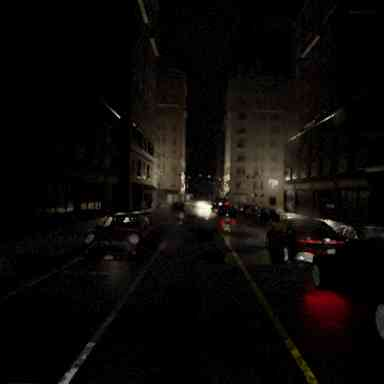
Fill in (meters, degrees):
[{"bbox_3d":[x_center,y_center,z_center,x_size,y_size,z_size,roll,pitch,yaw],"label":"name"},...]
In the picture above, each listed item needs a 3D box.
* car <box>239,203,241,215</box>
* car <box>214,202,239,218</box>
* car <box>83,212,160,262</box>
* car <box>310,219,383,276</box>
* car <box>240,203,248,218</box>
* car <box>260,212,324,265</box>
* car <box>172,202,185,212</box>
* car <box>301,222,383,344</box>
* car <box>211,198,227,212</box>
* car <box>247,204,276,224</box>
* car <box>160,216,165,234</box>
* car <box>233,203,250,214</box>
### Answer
[{"bbox_3d":[6.599,2.139,39.984,1.947,1.339,4.313,1,-1,1],"label":"car"},{"bbox_3d":[3.689,2.071,36.266,1.895,1.301,4.718,1,-1,2],"label":"car"},{"bbox_3d":[-2.510,1.517,12.239,1.967,1.590,4.097,1,-1,1],"label":"car"},{"bbox_3d":[6.023,1.819,12.062,2.008,1.369,4.403,1,-1,1],"label":"car"},{"bbox_3d":[6.487,2.041,34.570,1.752,1.417,4.829,1,-1,1],"label":"car"},{"bbox_3d":[4.072,1.735,12.573,1.837,1.490,4.892,1,-1,1],"label":"car"},{"bbox_3d":[-1.827,1.985,45.744,1.887,1.381,4.507,1,-1,1],"label":"car"},{"bbox_3d":[3.951,1.640,6.576,1.882,1.535,5.008,1,-1,1],"label":"car"},{"bbox_3d":[3.898,1.813,47.790,2.150,2.045,5.566,1,-1,1],"label":"car"},{"bbox_3d":[6.368,2.005,28.815,2.008,1.369,4.403,1,-1,1],"label":"car"},{"bbox_3d":[-2.398,1.721,17.822,1.802,1.307,4.206,1,-1,1],"label":"car"},{"bbox_3d":[6.714,2.215,45.568,1.802,1.307,4.206,1,-1,1],"label":"car"}]
